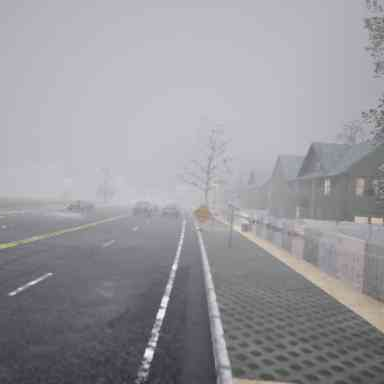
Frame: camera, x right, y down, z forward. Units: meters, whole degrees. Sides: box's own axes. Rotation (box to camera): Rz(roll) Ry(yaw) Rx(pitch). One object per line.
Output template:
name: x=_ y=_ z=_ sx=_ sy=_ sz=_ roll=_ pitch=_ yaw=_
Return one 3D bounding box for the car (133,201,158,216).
car: x=-5.734 y=1.883 z=39.930 sx=2.097 sy=1.767 sz=4.553 roll=5 pitch=-1 yaw=-1

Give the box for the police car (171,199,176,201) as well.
police car: x=-4.613 y=3.317 z=92.768 sx=1.930 sy=1.638 sz=5.238 roll=5 pitch=-1 yaw=-5

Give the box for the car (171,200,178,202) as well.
car: x=-2.950 y=2.538 z=51.904 sx=1.837 sy=1.490 sz=4.892 roll=5 pitch=-1 yaw=-2

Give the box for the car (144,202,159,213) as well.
car: x=-6.181 y=2.299 z=51.618 sx=1.812 sy=1.442 sz=4.674 roll=5 pitch=-1 yaw=-2

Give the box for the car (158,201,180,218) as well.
car: x=-2.507 y=2.281 z=40.066 sx=2.128 sy=1.511 sz=4.902 roll=5 pitch=-1 yaw=-1

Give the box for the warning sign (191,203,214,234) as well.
warning sign: x=0.689 y=1.743 z=22.303 sx=1.300 sy=1.860 sz=1.060 roll=6 pitch=0 yaw=0

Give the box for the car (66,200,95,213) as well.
car: x=-12.270 y=1.550 z=36.931 sx=1.895 sy=1.301 sz=4.718 roll=5 pitch=-1 yaw=-1
